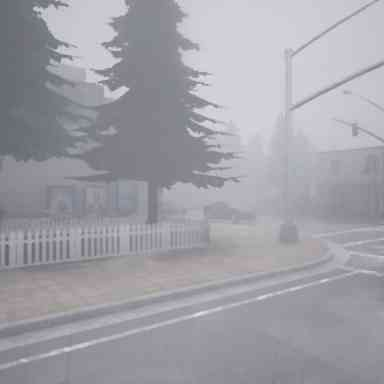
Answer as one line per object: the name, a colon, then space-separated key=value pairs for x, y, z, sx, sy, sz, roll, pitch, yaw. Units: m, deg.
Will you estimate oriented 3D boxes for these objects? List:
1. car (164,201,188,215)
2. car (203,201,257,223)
car: x=-2.336 y=1.583 z=33.442 sx=1.895 sy=1.301 sz=4.718 roll=0 pitch=0 yaw=-34
car: x=2.862 y=1.460 z=25.681 sx=1.882 sy=1.535 sz=5.008 roll=0 pitch=0 yaw=-34
